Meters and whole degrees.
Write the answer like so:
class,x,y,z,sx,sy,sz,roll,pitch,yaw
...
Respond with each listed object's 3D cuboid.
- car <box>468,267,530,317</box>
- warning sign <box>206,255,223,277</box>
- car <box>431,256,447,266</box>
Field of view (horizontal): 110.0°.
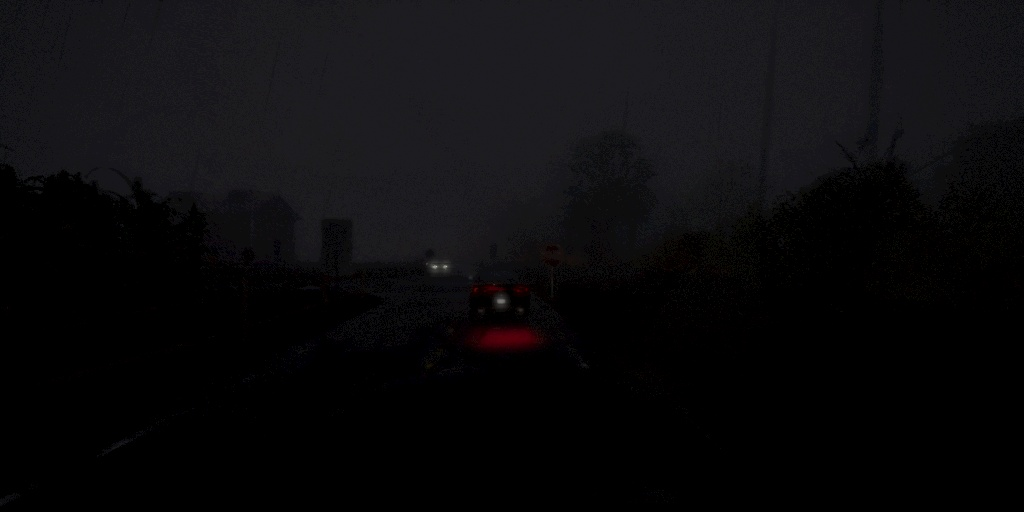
class,x,y,z,sx,sy,sz,roll,pitch,yaw
car,-0.533,1.131,12.785,1.882,1.535,5.008,0,1,-5
warning sign,-22.241,0.675,26.683,1.060,1.860,1.300,0,0,-2
car,-11.536,0.743,56.990,1.882,1.535,5.008,0,1,-17
